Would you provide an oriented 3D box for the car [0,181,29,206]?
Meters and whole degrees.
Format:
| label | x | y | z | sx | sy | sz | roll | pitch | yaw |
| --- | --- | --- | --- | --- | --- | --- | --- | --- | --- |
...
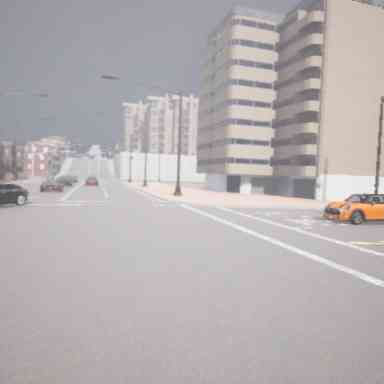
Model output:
| label | x | y | z | sx | sy | sz | roll | pitch | yaw |
| --- | --- | --- | --- | --- | --- | --- | --- | --- | --- |
| car | -11.648 | 0.131 | 19.321 | 1.837 | 1.490 | 4.892 | 5 | 3 | 11 |

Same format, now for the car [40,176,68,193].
| label | x | y | z | sx | sy | sz | roll | pitch | yaw |
| --- | --- | --- | --- | --- | --- | --- | --- | --- | --- |
| car | -14.492 | -0.713 | 34.662 | 1.994 | 1.385 | 4.181 | 1 | 3 | -16 |

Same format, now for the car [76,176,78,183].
| label | x | y | z | sx | sy | sz | roll | pitch | yaw |
| --- | --- | --- | --- | --- | --- | --- | --- | --- | --- |
| car | -22.206 | -2.444 | 61.711 | 2.128 | 1.511 | 4.902 | 1 | 3 | -16 |

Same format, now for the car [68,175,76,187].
| label | x | y | z | sx | sy | sz | roll | pitch | yaw |
| --- | --- | --- | --- | --- | --- | --- | --- | --- | --- |
| car | -18.385 | -1.633 | 48.260 | 1.882 | 1.535 | 5.008 | 1 | 3 | -16 |

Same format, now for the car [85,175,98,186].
| label | x | y | z | sx | sy | sz | roll | pitch | yaw |
| --- | --- | --- | --- | --- | --- | --- | --- | --- | --- |
| car | -16.321 | -1.781 | 54.299 | 1.994 | 1.385 | 4.181 | 1 | 3 | -16 |

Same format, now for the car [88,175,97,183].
| label | x | y | z | sx | sy | sz | roll | pitch | yaw |
| --- | --- | --- | --- | --- | --- | --- | --- | --- | --- |
| car | -21.093 | -2.818 | 70.472 | 1.812 | 1.442 | 4.674 | 1 | 3 | -16 |

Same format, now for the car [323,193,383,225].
| label | x | y | z | sx | sy | sz | roll | pitch | yaw |
| --- | --- | --- | --- | --- | --- | --- | --- | --- | --- |
| car | 9.855 | 0.865 | 19.045 | 4.553 | 1.767 | 2.097 | 2 | 3 | -18 |
